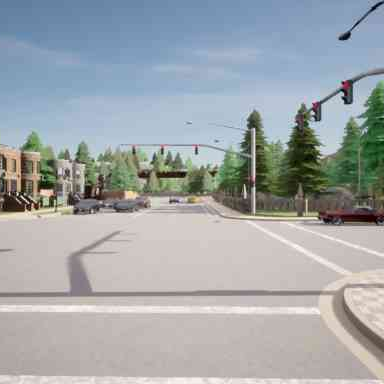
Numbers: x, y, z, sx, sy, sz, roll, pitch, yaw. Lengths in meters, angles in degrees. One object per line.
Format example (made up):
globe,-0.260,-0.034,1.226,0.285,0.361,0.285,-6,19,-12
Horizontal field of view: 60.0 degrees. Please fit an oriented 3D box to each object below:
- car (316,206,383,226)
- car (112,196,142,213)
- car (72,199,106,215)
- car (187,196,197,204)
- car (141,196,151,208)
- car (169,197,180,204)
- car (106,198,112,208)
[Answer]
car,11.176,1.601,22.934,4.718,1.301,1.895,0,0,2
car,-7.090,1.507,36.635,1.837,1.490,4.892,0,0,0
car,-10.602,1.507,33.968,1.837,1.490,4.892,0,-1,0
car,0.063,1.477,64.966,1.882,1.535,5.008,0,0,0
car,-7.087,1.351,46.516,2.097,1.767,4.553,0,0,0
car,-3.437,1.601,65.254,1.895,1.301,4.718,0,0,0
car,-10.600,1.492,44.147,2.128,1.511,4.902,0,0,0
